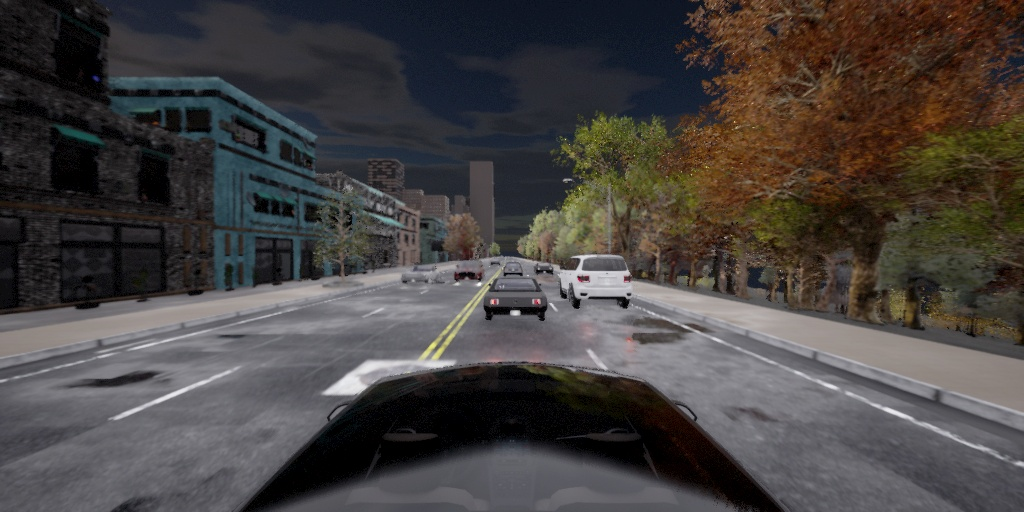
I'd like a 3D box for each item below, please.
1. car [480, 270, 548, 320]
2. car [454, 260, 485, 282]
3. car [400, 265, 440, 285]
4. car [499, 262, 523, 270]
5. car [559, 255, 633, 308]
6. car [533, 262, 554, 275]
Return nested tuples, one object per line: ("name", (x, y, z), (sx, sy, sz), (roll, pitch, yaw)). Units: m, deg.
("car", (0.101, 1.348, 12.543), (1.895, 1.301, 4.718), (0, 0, 0))
("car", (-3.345, 1.094, 28.837), (2.097, 1.767, 4.553), (0, 0, 0))
("car", (-6.597, 1.343, 26.185), (1.895, 1.301, 4.718), (0, 0, 0))
("car", (0.104, 1.287, 34.281), (2.033, 1.411, 5.357), (0, 0, 0))
("car", (3.352, 0.967, 15.305), (2.150, 2.045, 5.566), (0, 0, 0))
("car", (3.353, 1.339, 38.958), (1.895, 1.301, 4.718), (0, 0, 0))
